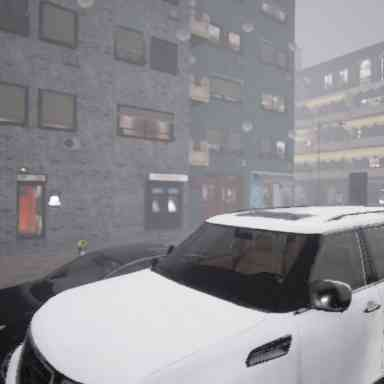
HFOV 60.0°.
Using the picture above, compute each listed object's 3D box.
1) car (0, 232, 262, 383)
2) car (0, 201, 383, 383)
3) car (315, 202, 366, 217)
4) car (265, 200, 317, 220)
[{"bbox_3d":[-1.135,1.566,5.237,4.313,1.339,1.947,0,1,-35],"label":"car"},{"bbox_3d":[1.057,1.222,3.818,5.566,2.045,2.150,0,0,-35],"label":"car"},{"bbox_3d":[15.465,1.730,34.799,2.008,1.369,4.403,0,-1,-36],"label":"car"},{"bbox_3d":[8.865,1.526,30.039,1.967,1.590,4.097,0,-1,-36],"label":"car"}]
